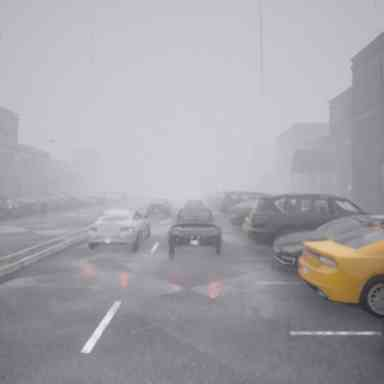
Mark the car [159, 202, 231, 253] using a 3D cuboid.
[{"bbox_3d":[0.122,1.380,13.055,2.128,1.511,4.902,0,1,1],"label":"car"}]

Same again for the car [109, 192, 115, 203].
[{"bbox_3d":[-15.190,1.190,52.594,4.674,1.452,2.002,0,0,0],"label":"car"}]

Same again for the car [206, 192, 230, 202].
[{"bbox_3d":[5.053,0.978,64.906,4.553,1.767,2.185,0,0,0],"label":"car"}]

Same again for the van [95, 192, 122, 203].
[{"bbox_3d":[-15.263,0.908,60.866,4.442,1.987,1.878,0,0,0],"label":"van"}]

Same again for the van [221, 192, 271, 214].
[{"bbox_3d":[5.009,1.002,31.555,4.442,1.987,1.878,0,0,0],"label":"van"}]

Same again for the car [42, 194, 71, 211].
[{"bbox_3d":[-15.277,1.229,33.296,4.892,1.521,2.231,0,0,0],"label":"car"}]

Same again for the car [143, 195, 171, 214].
[{"bbox_3d":[-2.782,1.291,28.758,1.812,1.442,4.674,0,1,1],"label":"car"}]

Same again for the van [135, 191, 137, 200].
[{"bbox_3d":[-15.195,0.899,74.652,4.442,1.987,1.878,0,0,0],"label":"van"}]

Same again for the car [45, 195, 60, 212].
[{"bbox_3d":[-15.291,1.244,30.539,4.892,1.521,2.231,0,0,0],"label":"car"}]

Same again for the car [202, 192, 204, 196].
[{"bbox_3d":[5.112,1.099,70.460,5.008,1.535,2.097,0,0,0],"label":"car"}]

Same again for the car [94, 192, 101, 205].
[{"bbox_3d":[-15.414,1.174,44.325,5.366,1.575,1.946,0,0,0],"label":"car"}]

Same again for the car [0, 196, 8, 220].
[{"bbox_3d":[-15.369,1.171,22.266,4.553,1.767,2.185,0,0,0],"label":"car"}]

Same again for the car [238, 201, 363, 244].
[{"bbox_3d":[4.982,1.349,14.883,5.366,1.575,1.946,0,0,0],"label":"car"}]

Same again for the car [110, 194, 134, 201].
[{"bbox_3d":[-15.089,1.165,71.895,4.674,1.452,2.002,0,0,0],"label":"car"}]

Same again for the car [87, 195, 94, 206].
[{"bbox_3d":[-15.240,1.228,41.566,4.674,1.452,2.002,0,0,0],"label":"car"}]

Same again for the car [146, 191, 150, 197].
[{"bbox_3d":[-15.024,0.875,91.200,5.566,2.045,2.435,0,0,0],"label":"car"}]

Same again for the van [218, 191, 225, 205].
[{"bbox_3d":[4.760,1.019,28.779,4.442,1.987,1.878,0,0,0],"label":"van"}]

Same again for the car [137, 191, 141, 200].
[{"bbox_3d":[-15.070,1.126,77.409,5.008,1.535,2.097,0,0,0],"label":"car"}]

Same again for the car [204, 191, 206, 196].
[{"bbox_3d":[4.976,0.884,51.008,5.566,2.045,2.435,0,0,0],"label":"car"}]

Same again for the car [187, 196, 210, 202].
[{"bbox_3d":[0.209,1.335,28.074,1.994,1.385,4.181,0,1,1],"label":"car"}]

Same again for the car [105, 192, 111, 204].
[{"bbox_3d":[-15.231,1.188,49.838,4.792,1.488,2.163,0,0,0],"label":"car"}]

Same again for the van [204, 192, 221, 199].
[{"bbox_3d":[5.330,0.867,87.137,4.442,1.987,1.878,0,0,0],"label":"van"}]

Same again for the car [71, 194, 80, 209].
[{"bbox_3d":[-15.264,1.215,36.052,4.892,1.521,2.231,0,0,0],"label":"car"}]

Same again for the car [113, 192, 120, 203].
[{"bbox_3d":[-15.179,1.143,55.352,5.008,1.535,2.097,0,0,0],"label":"car"}]

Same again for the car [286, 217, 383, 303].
[{"bbox_3d":[4.744,1.423,6.672,5.008,1.535,2.097,0,0,0],"label":"car"}]

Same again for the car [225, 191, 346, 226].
[{"bbox_3d":[4.785,1.077,17.787,5.566,2.045,2.435,0,0,0],"label":"car"}]

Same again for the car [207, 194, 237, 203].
[{"bbox_3d":[5.031,1.120,56.567,4.892,1.521,2.231,0,0,0],"label":"car"}]

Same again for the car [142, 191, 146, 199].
[{"bbox_3d":[-15.065,0.876,82.925,5.566,2.045,2.435,0,0,0],"label":"car"}]

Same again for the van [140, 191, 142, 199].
[{"bbox_3d":[-14.934,0.901,80.166,4.442,1.987,1.878,0,0,0],"label":"van"}]

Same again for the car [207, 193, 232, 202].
[{"bbox_3d":[5.037,0.982,62.125,4.553,1.767,2.185,0,0,0],"label":"car"}]

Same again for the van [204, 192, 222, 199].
[{"bbox_3d":[5.313,0.869,84.358,4.442,1.987,1.878,0,0,0],"label":"van"}]

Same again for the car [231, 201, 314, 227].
[{"bbox_3d":[4.826,1.346,20.507,4.674,1.452,2.002,0,0,0],"label":"car"}]

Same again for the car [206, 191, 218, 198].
[{"bbox_3d":[4.928,0.916,42.674,5.566,2.045,2.435,0,0,0],"label":"car"}]

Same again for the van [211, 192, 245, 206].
[{"bbox_3d":[4.856,0.931,45.451,4.442,1.987,1.878,0,0,0],"label":"van"}]

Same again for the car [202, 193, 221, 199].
[{"bbox_3d":[5.222,1.092,89.917,4.892,1.521,2.231,0,0,0],"label":"car"}]

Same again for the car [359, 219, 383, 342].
[{"bbox_3d":[4.764,1.322,3.767,4.553,1.767,2.185,0,0,0],"label":"car"}]

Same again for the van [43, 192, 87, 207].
[{"bbox_3d":[-15.138,0.974,38.931,4.442,1.987,1.878,0,0,0],"label":"van"}]

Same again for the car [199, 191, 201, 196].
[{"bbox_3d":[4.979,1.093,78.801,5.366,1.575,1.946,0,0,0],"label":"car"}]

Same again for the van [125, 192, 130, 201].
[{"bbox_3d":[-15.236,0.901,66.379,4.442,1.987,1.878,0,0,0],"label":"van"}]

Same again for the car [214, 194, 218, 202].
[{"bbox_3d":[4.907,1.251,34.462,4.674,1.452,2.002,0,0,0],"label":"car"}]

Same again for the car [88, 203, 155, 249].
[{"bbox_3d":[-2.869,1.407,13.752,1.812,1.442,4.674,0,1,1],"label":"car"}]

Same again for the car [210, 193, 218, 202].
[{"bbox_3d":[4.934,1.183,39.894,4.892,1.521,2.231,0,0,0],"label":"car"}]

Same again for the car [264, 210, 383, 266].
[{"bbox_3d":[4.771,1.401,9.326,4.892,1.521,2.231,0,0,0],"label":"car"}]

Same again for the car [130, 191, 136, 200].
[{"bbox_3d":[-14.920,1.123,69.136,5.366,1.575,1.946,0,0,0],"label":"car"}]

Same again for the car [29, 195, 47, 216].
[{"bbox_3d":[-15.305,1.262,27.781,4.892,1.521,2.231,0,0,0],"label":"car"}]

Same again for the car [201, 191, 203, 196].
[{"bbox_3d":[5.143,1.097,76.020,5.008,1.535,2.097,0,0,0],"label":"car"}]

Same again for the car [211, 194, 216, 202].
[{"bbox_3d":[4.895,1.225,37.116,4.792,1.488,2.163,0,0,0],"label":"car"}]

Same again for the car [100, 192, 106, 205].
[{"bbox_3d":[-15.209,1.168,47.080,4.892,1.521,2.231,0,0,0],"label":"car"}]

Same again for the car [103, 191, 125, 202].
[{"bbox_3d":[-15.188,0.886,58.108,5.566,2.045,2.435,0,0,0],"label":"car"}]

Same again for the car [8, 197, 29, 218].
[{"bbox_3d":[-15.293,1.152,25.024,4.553,1.767,2.185,0,0,0],"label":"car"}]
